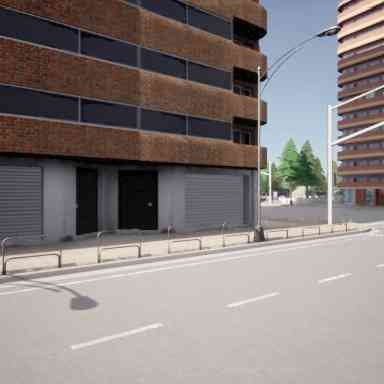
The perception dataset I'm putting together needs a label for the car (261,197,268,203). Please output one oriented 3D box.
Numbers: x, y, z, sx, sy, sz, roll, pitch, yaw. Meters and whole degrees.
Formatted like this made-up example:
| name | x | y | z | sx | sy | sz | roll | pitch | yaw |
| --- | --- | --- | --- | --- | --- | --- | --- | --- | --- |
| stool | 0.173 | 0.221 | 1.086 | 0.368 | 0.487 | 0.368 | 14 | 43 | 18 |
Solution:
| name | x | y | z | sx | sy | sz | roll | pitch | yaw |
| --- | --- | --- | --- | --- | --- | --- | --- | --- | --- |
| car | 13.163 | 1.469 | 66.836 | 4.674 | 1.442 | 1.812 | 0 | 0 | -35 |
